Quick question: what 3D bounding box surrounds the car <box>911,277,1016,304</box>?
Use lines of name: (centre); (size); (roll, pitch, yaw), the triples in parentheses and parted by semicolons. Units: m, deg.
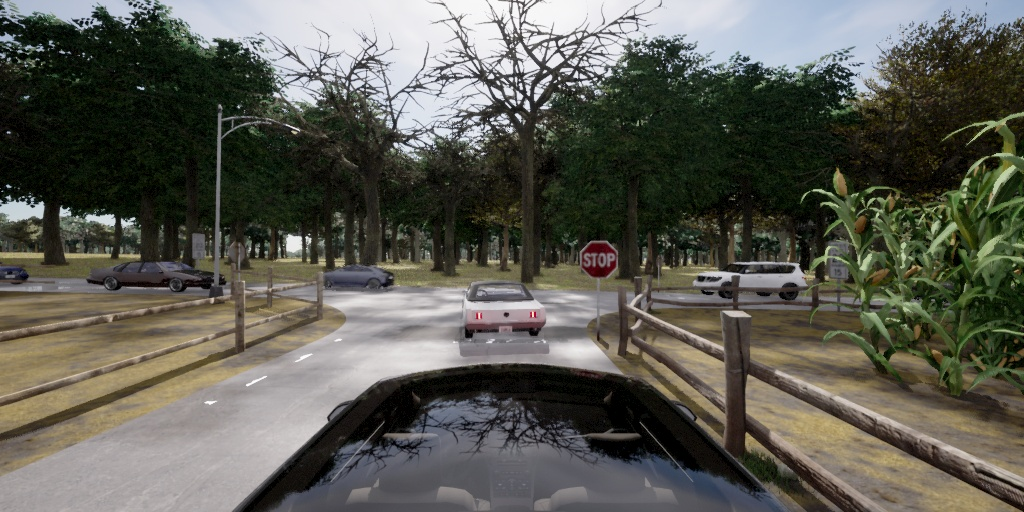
car: (25.112, 1.855, 19.998); (5.008, 1.535, 1.882); (2, 0, 1)

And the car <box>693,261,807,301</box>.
car: (13.215, 1.316, 20.040); (5.566, 2.045, 2.150); (1, 0, -1)

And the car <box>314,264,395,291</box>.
car: (-8.779, 1.139, 20.157); (4.181, 1.385, 1.994); (1, 0, 0)

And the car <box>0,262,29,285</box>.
car: (-26.498, 0.677, 17.291); (4.674, 1.442, 1.812); (1, 0, 0)

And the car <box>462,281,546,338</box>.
car: (-0.458, 1.351, 10.221); (1.895, 1.301, 4.718); (0, 0, -8)

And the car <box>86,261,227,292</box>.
car: (-16.976, 0.924, 17.248); (5.357, 1.411, 2.033); (1, 0, 0)
